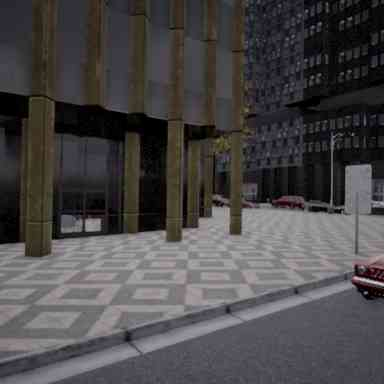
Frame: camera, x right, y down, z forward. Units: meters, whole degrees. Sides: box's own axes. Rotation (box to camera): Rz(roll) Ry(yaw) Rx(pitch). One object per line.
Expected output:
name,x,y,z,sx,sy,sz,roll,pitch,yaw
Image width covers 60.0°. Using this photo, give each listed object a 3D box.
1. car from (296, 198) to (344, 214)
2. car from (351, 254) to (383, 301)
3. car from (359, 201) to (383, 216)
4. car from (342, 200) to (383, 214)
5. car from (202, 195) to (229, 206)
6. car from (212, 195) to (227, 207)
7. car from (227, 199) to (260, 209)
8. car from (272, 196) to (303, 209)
car,13.234,1.534,33.840,1.947,1.339,4.313,1,-1,-35
car,5.477,1.604,7.182,4.718,1.301,1.895,0,0,-36
car,16.420,1.512,29.341,2.008,1.369,4.403,1,-1,-35
car,20.184,1.701,38.773,2.008,1.369,4.403,1,-1,-35
car,4.258,1.504,61.269,2.192,1.841,5.009,1,-1,-35
car,3.678,1.306,47.340,2.192,1.841,5.009,1,-1,-35
car,6.861,1.565,42.837,1.802,1.307,4.206,1,-1,-35
car,13.816,1.480,47.773,2.192,1.841,5.009,1,-1,-35
